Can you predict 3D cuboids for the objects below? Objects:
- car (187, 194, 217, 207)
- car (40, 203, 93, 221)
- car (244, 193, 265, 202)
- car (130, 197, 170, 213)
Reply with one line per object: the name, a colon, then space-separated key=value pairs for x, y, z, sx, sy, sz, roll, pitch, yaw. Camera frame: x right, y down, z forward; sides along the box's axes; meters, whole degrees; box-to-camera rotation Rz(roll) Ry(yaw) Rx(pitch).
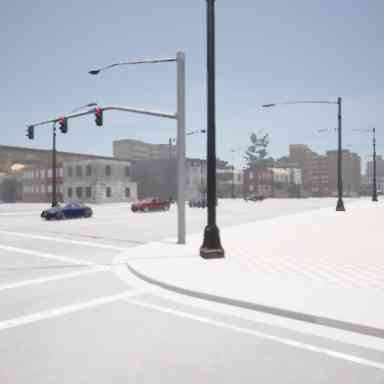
car: x=1.377 y=1.057 z=43.894 sx=2.097 sy=1.767 sz=4.553 roll=0 pitch=1 yaw=37
car: x=-10.462 y=1.585 z=27.986 sx=1.994 sy=1.385 sz=4.181 roll=-1 pitch=0 yaw=37
car: x=10.571 y=0.964 z=56.108 sx=2.128 sy=1.511 sz=4.902 roll=0 pitch=1 yaw=37
car: x=-4.491 y=1.355 z=36.011 sx=1.882 sy=1.535 sz=5.008 roll=0 pitch=1 yaw=37
